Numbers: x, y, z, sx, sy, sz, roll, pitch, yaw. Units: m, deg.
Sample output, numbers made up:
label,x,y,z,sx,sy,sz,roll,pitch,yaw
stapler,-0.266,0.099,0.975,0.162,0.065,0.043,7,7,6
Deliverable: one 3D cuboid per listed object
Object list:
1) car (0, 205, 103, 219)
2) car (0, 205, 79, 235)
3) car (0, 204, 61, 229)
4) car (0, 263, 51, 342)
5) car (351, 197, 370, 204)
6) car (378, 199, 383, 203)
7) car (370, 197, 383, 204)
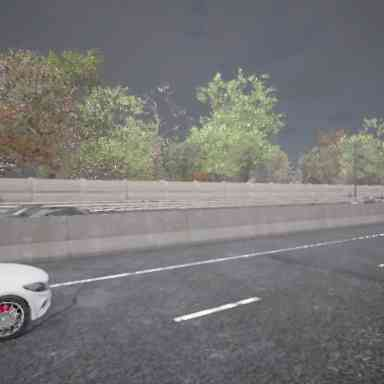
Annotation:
label,x,y,z,sx,sy,sz,roll,pitch,yaw
car,-6.754,1.502,16.371,4.892,1.490,1.837,0,0,-35
car,-9.114,1.523,19.003,4.674,1.442,1.812,0,0,-35
car,-11.047,1.561,21.909,4.181,1.385,1.994,0,0,-36
car,-4.566,1.527,4.789,4.674,1.442,1.812,0,0,-36
car,24.542,1.484,47.245,4.902,1.511,2.128,0,0,-35
car,11.382,1.341,16.163,4.553,1.767,2.097,0,0,-35
car,26.235,1.469,44.161,5.008,1.535,1.882,0,0,-35
